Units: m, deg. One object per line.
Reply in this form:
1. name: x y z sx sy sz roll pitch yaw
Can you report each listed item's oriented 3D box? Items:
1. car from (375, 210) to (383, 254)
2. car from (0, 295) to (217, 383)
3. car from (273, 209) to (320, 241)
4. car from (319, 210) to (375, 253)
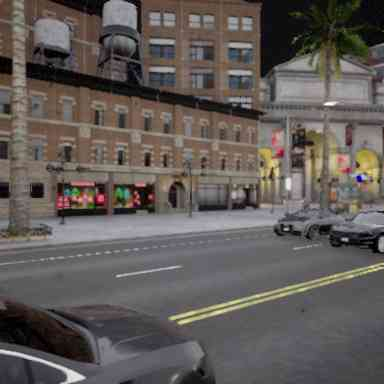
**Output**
1. car: 7.148 1.362 8.864 4.553 1.767 2.097 0 0 -35
2. car: -2.021 1.505 2.301 4.892 1.490 1.837 0 0 -36
3. car: 6.095 1.578 16.941 4.181 1.385 1.994 0 0 -36
4. car: 7.692 1.491 13.782 5.008 1.535 1.882 0 0 -36
